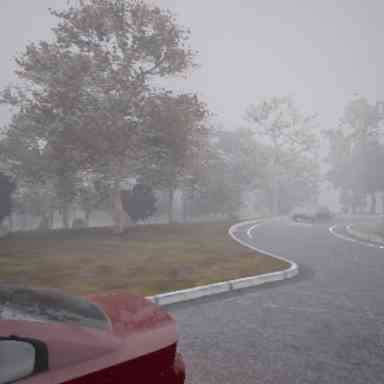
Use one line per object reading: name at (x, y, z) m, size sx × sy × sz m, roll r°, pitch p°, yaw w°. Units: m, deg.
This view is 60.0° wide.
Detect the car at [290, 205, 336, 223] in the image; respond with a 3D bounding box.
car at (10.475, 1.844, 28.504) m, size 5.357 × 1.411 × 2.033 m, roll 1°, pitch -1°, yaw -44°

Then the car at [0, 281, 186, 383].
car at (-2.400, 1.468, 2.129) m, size 5.008 × 1.535 × 1.882 m, roll 1°, pitch 0°, yaw -34°
